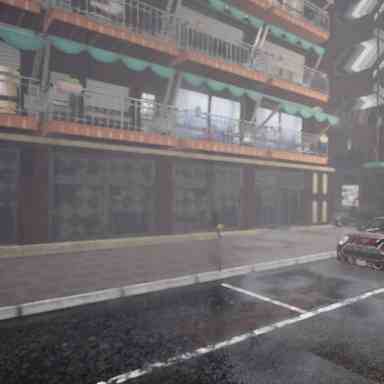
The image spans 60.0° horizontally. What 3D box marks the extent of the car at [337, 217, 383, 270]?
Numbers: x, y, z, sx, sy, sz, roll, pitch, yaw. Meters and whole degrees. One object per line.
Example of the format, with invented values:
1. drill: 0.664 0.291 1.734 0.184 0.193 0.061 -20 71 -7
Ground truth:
1. car: 6.485 1.521 10.710 4.097 1.590 1.967 1 0 -35
